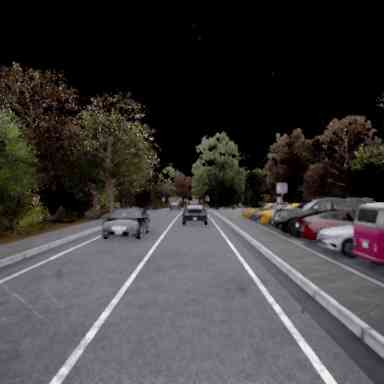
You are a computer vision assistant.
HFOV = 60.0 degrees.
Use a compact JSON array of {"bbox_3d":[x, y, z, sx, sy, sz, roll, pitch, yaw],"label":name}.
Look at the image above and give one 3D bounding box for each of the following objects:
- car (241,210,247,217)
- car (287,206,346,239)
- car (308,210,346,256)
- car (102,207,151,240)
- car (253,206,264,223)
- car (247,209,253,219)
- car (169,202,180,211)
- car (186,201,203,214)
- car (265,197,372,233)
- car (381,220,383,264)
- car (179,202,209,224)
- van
[{"bbox_3d":[7.035,1.651,29.154,5.366,1.575,1.946,0,-1,0],"label":"car"},{"bbox_3d":[7.177,1.569,15.287,4.792,1.488,2.163,0,0,0],"label":"car"},{"bbox_3d":[7.136,1.567,12.512,4.674,1.452,2.002,0,0,0],"label":"car"},{"bbox_3d":[-3.269,1.560,17.315,2.128,1.511,4.902,0,0,0],"label":"car"},{"bbox_3d":[7.198,1.588,23.612,5.008,1.535,2.097,0,0,0],"label":"car"},{"bbox_3d":[7.212,1.618,26.384,4.892,1.521,2.231,0,-1,0],"label":"car"},{"bbox_3d":[-3.024,2.533,58.716,1.812,1.442,4.674,0,-2,1],"label":"car"},{"bbox_3d":[0.301,1.977,42.887,2.128,1.511,4.902,0,-1,0],"label":"car"},{"bbox_3d":[7.134,1.301,18.065,5.566,2.045,2.435,0,0,0],"label":"car"},{"bbox_3d":[7.109,1.500,6.959,5.008,1.535,2.097,0,0,0],"label":"car"},{"bbox_3d":[0.220,1.655,25.810,1.837,1.490,4.892,0,0,0],"label":"car"},{"bbox_3d":[7.235,1.288,9.736,4.442,1.987,1.878,0,0,0],"label":"van"}]
